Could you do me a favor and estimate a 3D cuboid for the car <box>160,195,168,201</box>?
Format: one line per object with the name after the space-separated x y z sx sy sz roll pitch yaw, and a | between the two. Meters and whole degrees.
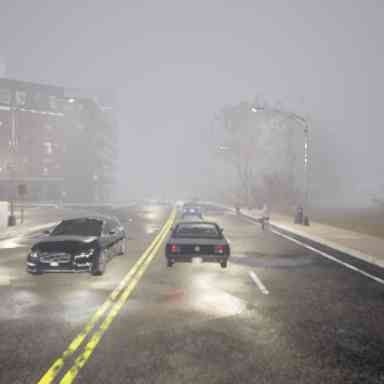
-7.824 1.612 92.267 1.812 1.442 4.674 1 0 -6 | car

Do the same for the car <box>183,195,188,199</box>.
-1.175 1.749 91.357 1.895 1.301 4.718 1 0 -7 | car

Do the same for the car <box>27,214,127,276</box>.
-3.296 1.501 10.416 1.837 1.490 4.892 1 -1 0 | car

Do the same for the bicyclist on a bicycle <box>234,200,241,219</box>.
3.996 1.560 29.128 0.582 1.620 1.656 1 0 -1 | bicyclist on a bicycle

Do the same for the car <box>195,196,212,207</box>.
2.107 1.741 54.642 1.895 1.301 4.718 1 0 -4 | car

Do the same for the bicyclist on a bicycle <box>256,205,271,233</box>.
4.188 1.525 19.170 0.866 1.612 1.509 1 0 -1 | bicyclist on a bicycle

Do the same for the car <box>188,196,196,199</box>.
0.718 1.680 72.492 1.812 1.442 4.674 1 0 -5 | car

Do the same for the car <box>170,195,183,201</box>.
-4.397 1.480 90.944 2.097 1.767 4.553 1 0 -7 | car

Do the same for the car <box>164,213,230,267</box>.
0.154 1.632 11.536 1.895 1.301 4.718 1 0 0 | car

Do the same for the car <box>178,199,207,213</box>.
-0.068 1.617 30.100 2.033 1.411 5.357 1 0 -1 | car
